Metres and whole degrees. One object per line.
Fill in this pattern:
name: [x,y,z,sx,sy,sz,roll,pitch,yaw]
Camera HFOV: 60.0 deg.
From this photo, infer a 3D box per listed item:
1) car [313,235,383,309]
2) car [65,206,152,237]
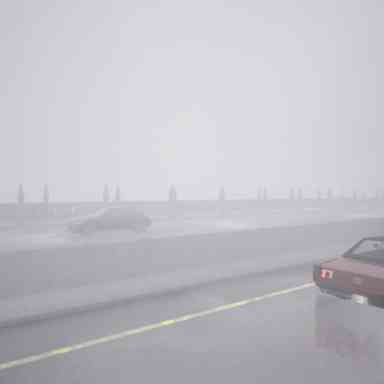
car: [4.772,1.602,7.151,4.718,1.301,1.895,0,0,-35]
car: [-4.401,1.526,18.048,4.674,1.442,1.812,0,0,-35]
